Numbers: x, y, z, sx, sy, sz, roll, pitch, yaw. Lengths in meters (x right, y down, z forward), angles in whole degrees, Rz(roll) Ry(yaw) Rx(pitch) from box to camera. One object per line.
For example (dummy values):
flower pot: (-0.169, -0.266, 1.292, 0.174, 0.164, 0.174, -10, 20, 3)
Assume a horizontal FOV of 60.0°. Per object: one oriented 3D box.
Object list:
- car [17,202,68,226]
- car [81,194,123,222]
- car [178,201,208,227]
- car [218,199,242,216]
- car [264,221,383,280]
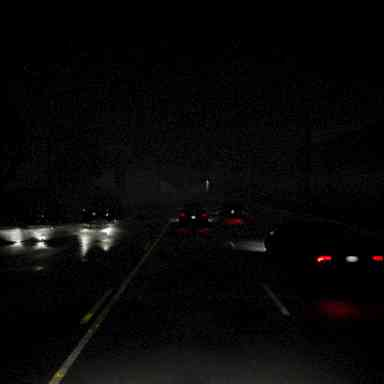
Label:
car: (-10.598, 1.498, 23.945, 1.882, 1.535, 5.008, 0, 0, 0)
car: (-7.096, 1.231, 26.886, 2.150, 2.045, 5.566, 0, 0, 0)
car: (0.097, 1.583, 23.196, 1.994, 1.385, 4.181, 0, 0, 0)
car: (3.597, 1.480, 31.793, 1.837, 1.490, 4.892, 0, 0, 0)
car: (3.601, 1.570, 10.017, 2.033, 1.411, 5.357, 0, 0, 0)
